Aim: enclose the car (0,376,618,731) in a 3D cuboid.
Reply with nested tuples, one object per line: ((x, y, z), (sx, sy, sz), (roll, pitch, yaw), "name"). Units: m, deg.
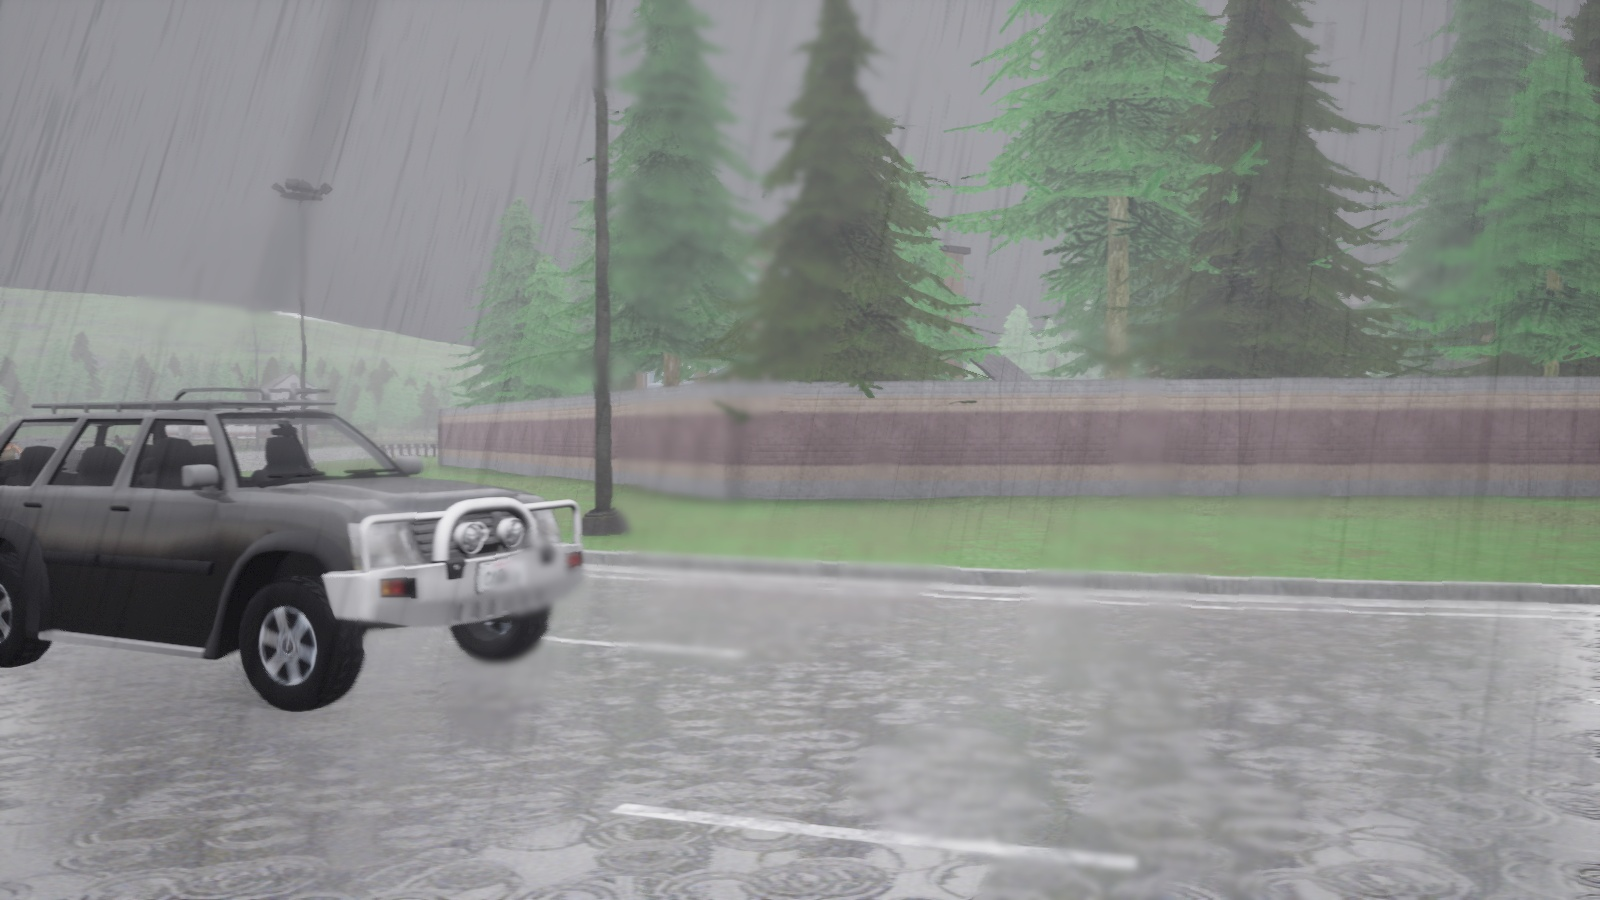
((-3.682, 0.502, 8.481), (4.605, 1.855, 1.932), (1, 1, 28), "car")
